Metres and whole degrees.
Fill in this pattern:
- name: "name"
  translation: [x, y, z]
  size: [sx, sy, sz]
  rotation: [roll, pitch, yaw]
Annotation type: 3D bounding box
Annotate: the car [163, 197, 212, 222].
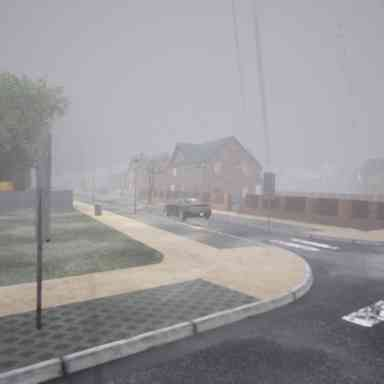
- name: "car"
  translation: [-0.426, 1.114, 22.528]
  size: [2.128, 1.511, 4.902]
  rotation: [1, 1, -25]
